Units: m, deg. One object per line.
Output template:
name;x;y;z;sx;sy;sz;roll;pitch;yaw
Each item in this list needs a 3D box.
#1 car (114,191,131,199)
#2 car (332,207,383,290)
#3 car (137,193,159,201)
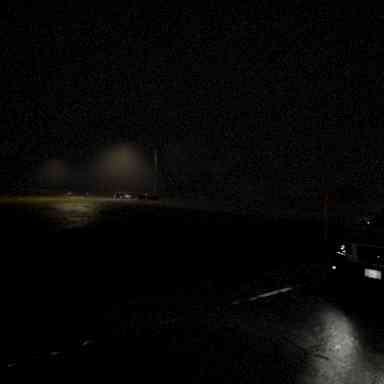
car;-13.061;0.509;62.698;1.837;1.490;4.892;1;1;-35
car;5.681;1.187;7.921;5.566;2.045;2.150;0;0;-35
car;-7.293;0.799;54.568;1.895;1.301;4.718;1;0;-35
